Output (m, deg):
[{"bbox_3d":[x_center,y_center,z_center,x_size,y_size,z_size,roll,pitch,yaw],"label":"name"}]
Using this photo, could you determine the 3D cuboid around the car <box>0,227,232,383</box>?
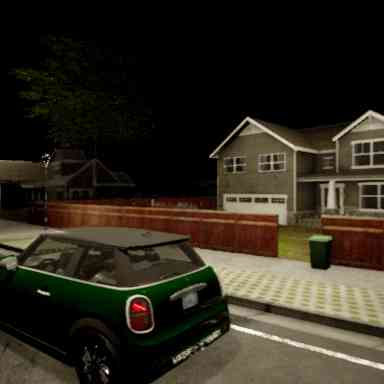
[{"bbox_3d":[-1.719,1.350,5.345,4.553,1.767,2.097,0,0,37],"label":"car"}]
